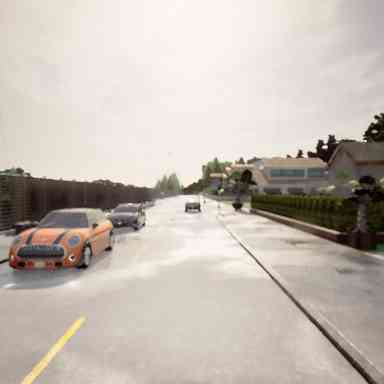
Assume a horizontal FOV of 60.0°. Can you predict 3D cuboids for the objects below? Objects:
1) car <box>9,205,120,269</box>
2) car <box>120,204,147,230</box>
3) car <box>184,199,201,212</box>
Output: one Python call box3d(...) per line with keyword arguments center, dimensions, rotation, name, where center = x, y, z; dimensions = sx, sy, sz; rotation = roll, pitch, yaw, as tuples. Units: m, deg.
box3d(center=(-4.084, 1.365, 11.179), dimensions=(2.097, 1.767, 4.553), rotation=(0, 0, 0), name="car")
box3d(center=(-4.061, 1.529, 21.183), dimensions=(1.837, 1.490, 4.892), rotation=(0, 0, 1), name="car")
box3d(center=(0.101, 1.538, 40.157), dimensions=(2.128, 1.511, 4.902), rotation=(0, 0, 0), name="car")
